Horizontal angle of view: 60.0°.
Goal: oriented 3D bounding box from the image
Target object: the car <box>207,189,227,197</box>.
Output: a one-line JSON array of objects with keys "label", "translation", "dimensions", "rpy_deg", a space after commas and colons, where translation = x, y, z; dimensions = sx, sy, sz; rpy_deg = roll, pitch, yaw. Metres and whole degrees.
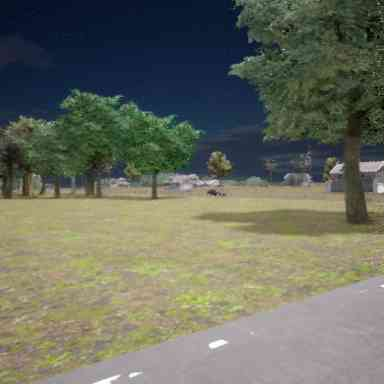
[{"label": "car", "translation": [5.074, 0.197, 68.082], "dimensions": [1.837, 1.490, 4.892], "rpy_deg": [1, 0, -36]}]
